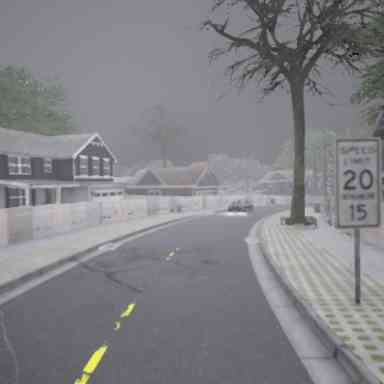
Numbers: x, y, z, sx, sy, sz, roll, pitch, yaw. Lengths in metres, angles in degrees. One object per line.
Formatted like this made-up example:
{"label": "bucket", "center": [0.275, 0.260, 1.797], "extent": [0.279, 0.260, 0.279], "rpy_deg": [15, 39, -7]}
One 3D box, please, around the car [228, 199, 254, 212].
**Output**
{"label": "car", "center": [5.488, 1.482, 37.186], "extent": [1.994, 1.385, 4.181], "rpy_deg": [-1, 0, 26]}
